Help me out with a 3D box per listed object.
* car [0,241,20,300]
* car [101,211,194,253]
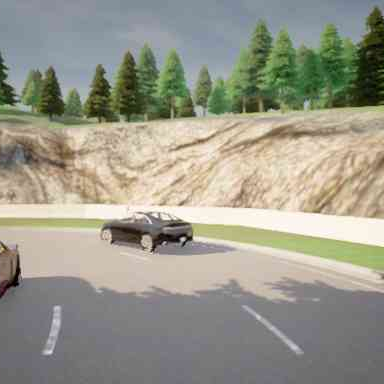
[{"bbox_3d":[-4.611,1.515,6.359,1.882,1.535,5.008,1,-1,-20],"label":"car"},{"bbox_3d":[-2.078,1.574,14.279,4.902,1.511,2.128,0,-1,45],"label":"car"}]
